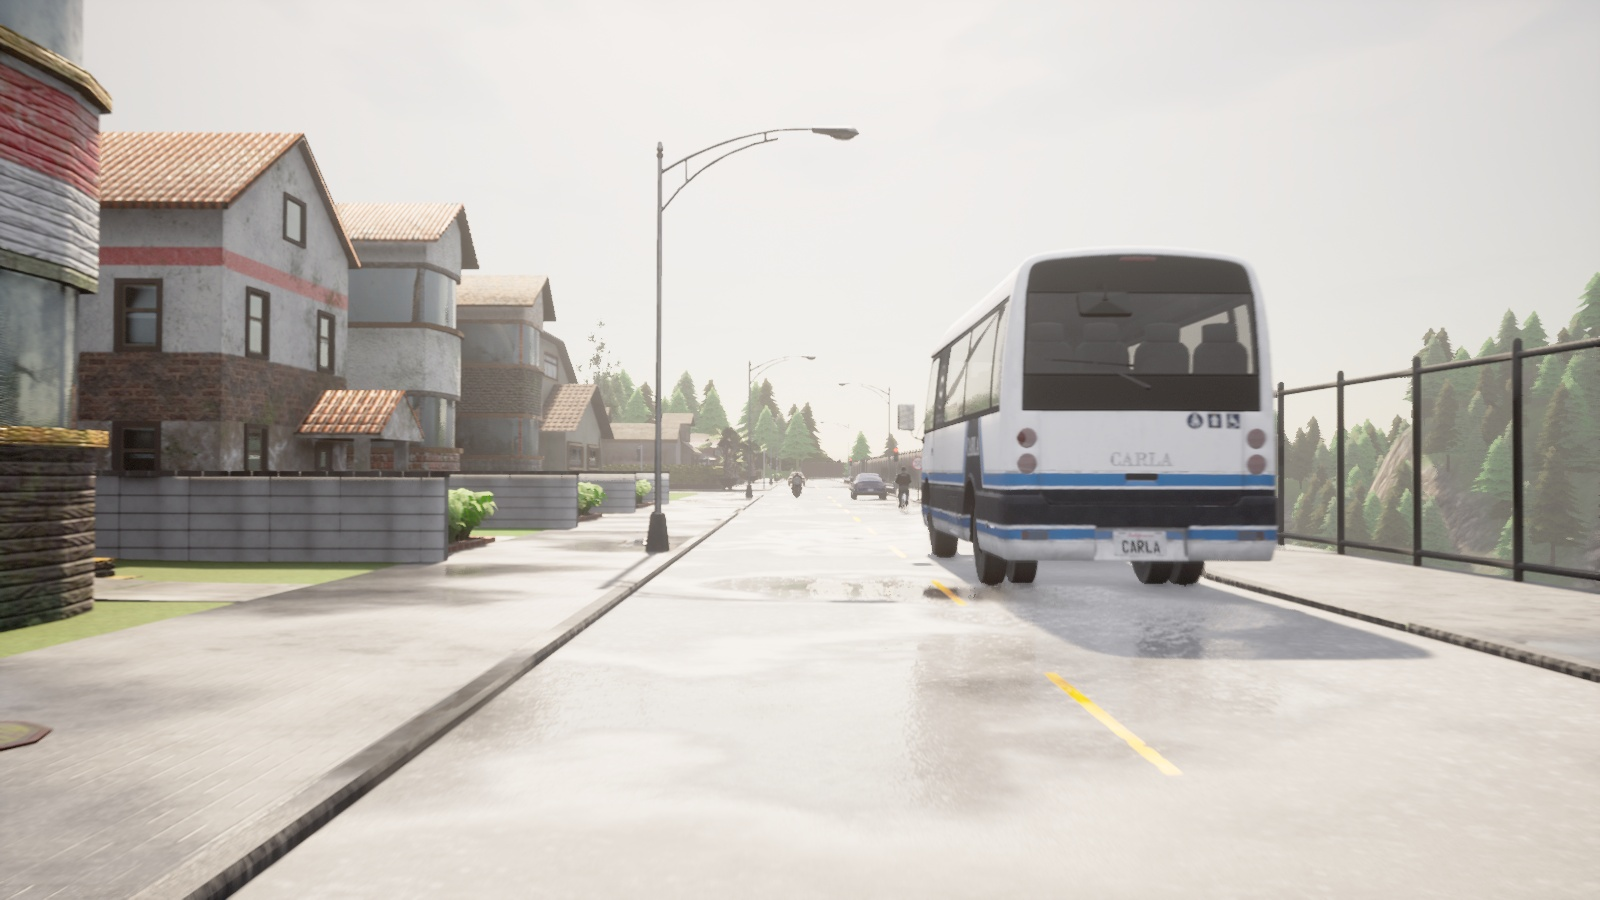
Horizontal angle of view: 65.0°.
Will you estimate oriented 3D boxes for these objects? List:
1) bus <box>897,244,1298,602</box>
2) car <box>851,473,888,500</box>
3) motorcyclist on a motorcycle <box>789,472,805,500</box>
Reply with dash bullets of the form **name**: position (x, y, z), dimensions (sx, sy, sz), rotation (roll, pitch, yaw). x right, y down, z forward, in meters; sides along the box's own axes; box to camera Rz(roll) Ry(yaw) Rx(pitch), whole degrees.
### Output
- **bus**: position (3.946, -0.241, 20.129), dimensions (3.944, 4.253, 10.273), rotation (0, -1, 0)
- **car**: position (3.828, 1.999, 70.140), dimensions (1.812, 1.442, 4.674), rotation (0, -1, 0)
- **motorcyclist on a motorcycle**: position (-0.167, 2.060, 72.238), dimensions (0.866, 1.530, 2.191), rotation (0, -1, 0)
